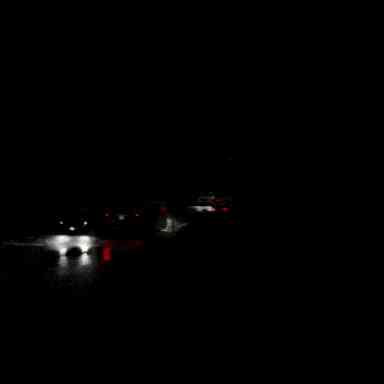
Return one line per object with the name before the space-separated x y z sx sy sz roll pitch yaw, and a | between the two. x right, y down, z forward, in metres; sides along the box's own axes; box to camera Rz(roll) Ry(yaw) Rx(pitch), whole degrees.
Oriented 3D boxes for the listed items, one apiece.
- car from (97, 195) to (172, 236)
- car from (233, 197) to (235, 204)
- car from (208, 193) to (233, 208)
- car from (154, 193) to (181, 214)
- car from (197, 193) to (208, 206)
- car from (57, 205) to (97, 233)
car | -2.879 1.240 17.821 2.097 1.767 4.553 0 0 13
car | 6.310 1.353 57.007 1.882 1.535 5.008 0 0 13
car | 4.060 1.231 47.212 2.097 1.767 4.553 0 0 14
car | -2.636 1.114 31.336 2.150 2.045 5.566 0 1 13
car | 2.299 1.114 51.996 2.150 2.045 5.566 0 0 13
car | -5.437 1.447 19.232 2.033 1.411 5.357 0 0 12
